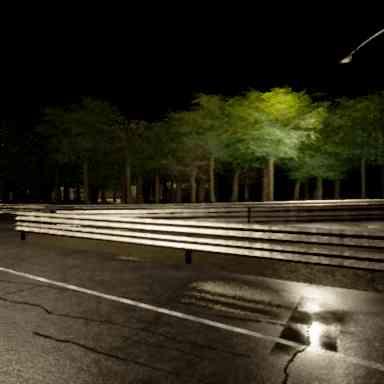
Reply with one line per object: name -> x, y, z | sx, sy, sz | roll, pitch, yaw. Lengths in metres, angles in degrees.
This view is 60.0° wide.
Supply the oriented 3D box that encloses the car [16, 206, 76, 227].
car -> -9.603, 1.700, 23.367 | 5.357, 1.411, 2.033 | -1, 0, 16
